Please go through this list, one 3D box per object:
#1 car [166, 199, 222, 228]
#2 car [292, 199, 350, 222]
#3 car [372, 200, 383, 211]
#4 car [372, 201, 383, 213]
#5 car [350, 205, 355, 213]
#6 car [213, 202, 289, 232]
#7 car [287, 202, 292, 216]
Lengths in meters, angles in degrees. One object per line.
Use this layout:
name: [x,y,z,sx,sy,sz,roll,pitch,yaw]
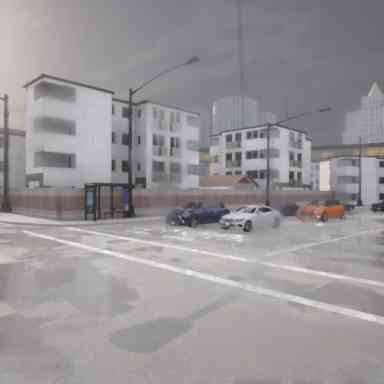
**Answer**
car: [0.446,1.343,21.973,4.553,1.767,2.097,0,0,-43]
car: [10.244,1.368,26.319,4.553,1.767,2.097,0,0,-42]
car: [25.271,1.658,41.926,4.718,1.301,1.895,0,0,-21]
car: [21.563,1.523,35.940,5.008,1.535,1.882,1,-1,-31]
car: [15.585,1.634,35.833,4.718,1.301,1.895,0,0,-40]
car: [3.675,1.524,20.218,4.674,1.442,1.812,0,0,-43]
car: [7.852,1.560,28.915,5.357,1.411,2.033,0,0,-43]
